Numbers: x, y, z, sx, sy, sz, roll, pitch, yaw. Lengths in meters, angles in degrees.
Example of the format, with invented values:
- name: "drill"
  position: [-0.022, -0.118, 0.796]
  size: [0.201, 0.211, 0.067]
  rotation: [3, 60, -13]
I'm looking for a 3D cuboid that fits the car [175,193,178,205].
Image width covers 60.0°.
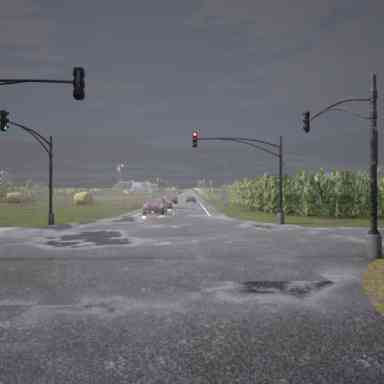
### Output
- name: "car"
  position: [-3.702, 1.149, 58.756]
  size: [2.150, 2.045, 5.566]
  rotation: [0, 0, 2]

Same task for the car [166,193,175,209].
- name: "car"
  position: [-3.712, 1.310, 44.006]
  size: [2.097, 1.767, 4.553]
  rotation: [0, 0, 0]

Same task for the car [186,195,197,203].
- name: "car"
  position: [-0.120, 1.410, 66.140]
  size: [1.837, 1.490, 4.892]
  rotation: [0, 0, 0]

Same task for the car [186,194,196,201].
- name: "car"
  position: [-0.198, 1.330, 76.444]
  size: [2.128, 1.511, 4.902]
  rotation: [0, 0, 0]

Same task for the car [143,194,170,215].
- name: "car"
  position: [-3.718, 1.325, 33.910]
  size: [2.097, 1.767, 4.553]
  rotation: [0, 0, 0]
